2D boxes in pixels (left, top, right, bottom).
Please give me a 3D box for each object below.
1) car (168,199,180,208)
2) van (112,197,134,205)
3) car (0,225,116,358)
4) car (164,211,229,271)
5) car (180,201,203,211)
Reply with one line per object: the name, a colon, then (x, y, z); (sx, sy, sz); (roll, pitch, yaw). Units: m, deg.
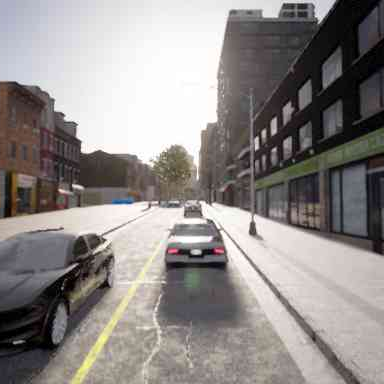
car: (-2.739, 1.727, 52.089); (2.033, 1.411, 5.357); (0, 0, 0)
van: (-12.913, 1.759, 62.524); (3.998, 1.788, 1.690); (0, -3, 0)
car: (-2.848, 1.498, 6.453); (1.882, 1.535, 5.008); (0, 0, 0)
car: (0.105, 1.575, 10.969); (2.033, 1.411, 5.357); (0, 0, 0)
car: (0.109, 1.598, 33.850); (2.033, 1.411, 5.357); (0, 0, 0)
